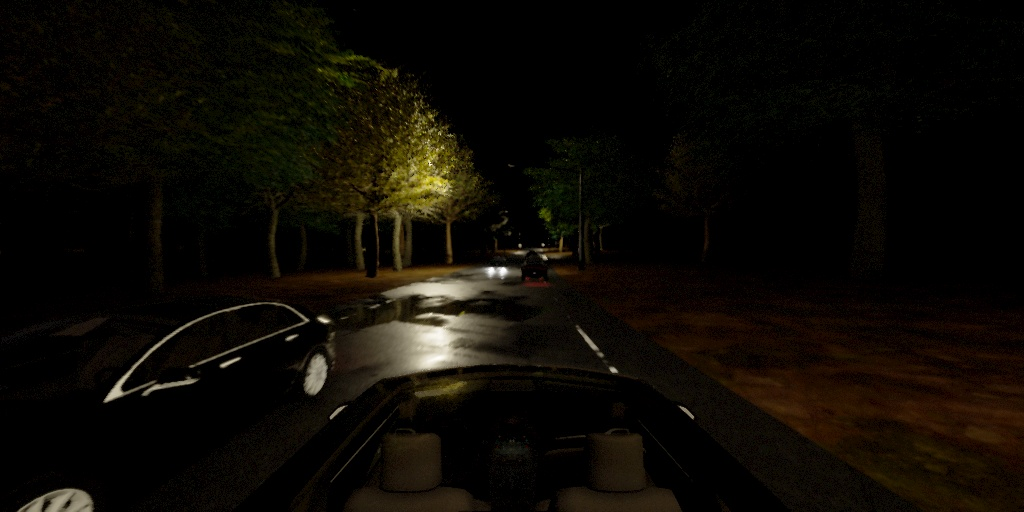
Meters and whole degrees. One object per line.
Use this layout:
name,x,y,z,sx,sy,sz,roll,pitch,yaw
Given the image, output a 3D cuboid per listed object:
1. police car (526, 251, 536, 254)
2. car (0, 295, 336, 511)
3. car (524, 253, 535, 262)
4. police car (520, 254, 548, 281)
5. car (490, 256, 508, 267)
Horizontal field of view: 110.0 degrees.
police car,2.692,0.603,42.930,1.930,1.638,5.238,0,1,4
car,-3.574,1.230,3.506,1.837,1.490,4.892,0,0,0
car,3.107,0.202,62.239,1.837,1.490,4.892,0,1,5
police car,1.654,0.919,27.043,1.930,1.638,5.238,0,1,3
car,-1.676,0.692,46.174,1.895,1.301,4.718,0,1,5
